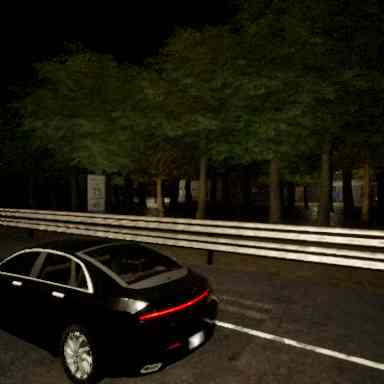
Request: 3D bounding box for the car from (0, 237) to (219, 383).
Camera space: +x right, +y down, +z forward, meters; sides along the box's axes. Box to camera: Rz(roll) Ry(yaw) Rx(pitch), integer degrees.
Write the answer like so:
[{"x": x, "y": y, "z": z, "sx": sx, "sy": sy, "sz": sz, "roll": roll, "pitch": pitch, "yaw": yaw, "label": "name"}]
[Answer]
[{"x": -1.916, "y": 1.500, "z": 5.357, "sx": 4.892, "sy": 1.490, "sz": 1.837, "roll": 0, "pitch": 0, "yaw": 35, "label": "car"}]
